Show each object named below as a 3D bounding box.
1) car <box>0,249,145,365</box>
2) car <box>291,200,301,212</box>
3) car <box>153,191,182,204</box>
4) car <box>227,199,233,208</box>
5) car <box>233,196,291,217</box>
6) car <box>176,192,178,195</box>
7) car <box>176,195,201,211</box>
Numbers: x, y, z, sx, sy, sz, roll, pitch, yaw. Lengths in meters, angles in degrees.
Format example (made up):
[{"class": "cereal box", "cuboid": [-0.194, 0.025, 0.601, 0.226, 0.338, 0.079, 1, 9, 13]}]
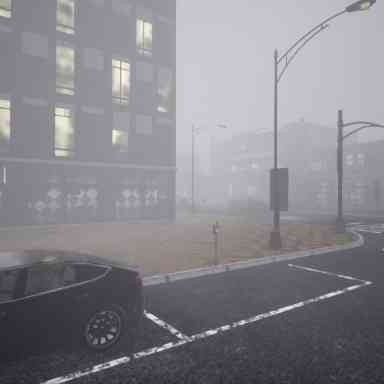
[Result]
[{"class": "car", "cuboid": [-2.738, 1.566, 4.601, 4.313, 1.339, 1.947, 0, 0, -36]}, {"class": "car", "cuboid": [9.205, 1.341, 34.206, 1.802, 1.307, 4.206, 1, 0, -36]}, {"class": "car", "cuboid": [-3.949, 0.795, 52.065, 2.192, 1.841, 5.009, 1, 0, -36]}, {"class": "car", "cuboid": [5.917, 1.131, 38.672, 1.967, 1.590, 4.097, 1, 0, -36]}, {"class": "car", "cuboid": [5.959, 1.324, 28.839, 1.994, 1.385, 4.181, 0, 1, -36]}, {"class": "car", "cuboid": [-0.665, 1.102, 47.601, 2.008, 1.369, 4.403, 1, 0, -36]}, {"class": "car", "cuboid": [-0.832, 1.231, 33.700, 1.802, 1.307, 4.206, 1, 0, -36]}]
